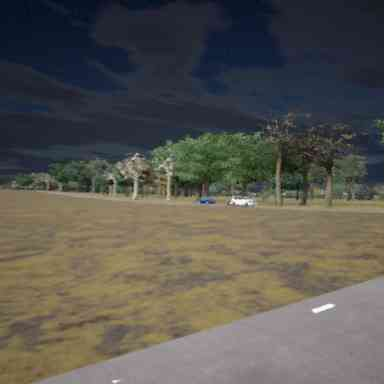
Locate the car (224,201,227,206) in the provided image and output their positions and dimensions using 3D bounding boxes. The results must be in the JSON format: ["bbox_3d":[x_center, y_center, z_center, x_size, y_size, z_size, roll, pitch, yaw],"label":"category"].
[{"bbox_3d":[8.721,2.104,68.901,2.097,1.767,4.553,3,-2,-35],"label":"car"}]

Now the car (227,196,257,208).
[{"bbox_3d":[9.556,1.792,61.628,2.150,2.045,5.566,3,-2,-35],"label":"car"}]

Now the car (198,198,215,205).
[{"bbox_3d":[3.335,2.125,76.451,1.882,1.535,5.008,3,-2,-35],"label":"car"}]
